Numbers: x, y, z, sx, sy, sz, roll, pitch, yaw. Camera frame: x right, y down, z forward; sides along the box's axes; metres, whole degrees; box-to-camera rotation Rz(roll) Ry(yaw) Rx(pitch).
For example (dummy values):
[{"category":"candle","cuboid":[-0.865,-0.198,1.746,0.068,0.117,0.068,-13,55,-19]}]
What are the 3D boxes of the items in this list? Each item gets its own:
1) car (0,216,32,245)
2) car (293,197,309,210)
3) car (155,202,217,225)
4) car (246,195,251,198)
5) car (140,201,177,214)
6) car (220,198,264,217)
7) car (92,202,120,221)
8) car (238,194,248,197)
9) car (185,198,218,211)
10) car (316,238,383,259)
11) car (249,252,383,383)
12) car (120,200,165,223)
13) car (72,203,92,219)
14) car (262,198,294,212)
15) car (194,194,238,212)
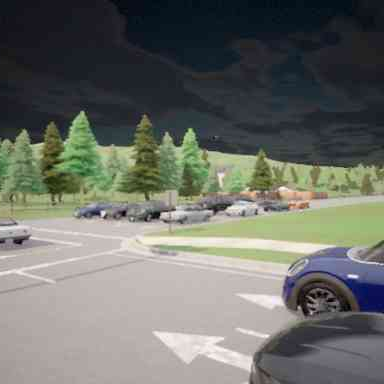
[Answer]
[{"category":"car","cuboid":[-9.289,1.729,14.918,4.718,1.301,1.895,-1,0,36]},{"category":"car","cuboid":[14.649,1.469,46.148,2.097,1.767,4.553,-1,0,36]},{"category":"car","cuboid":[-0.355,1.721,25.677,1.895,1.301,4.718,-1,0,36]},{"category":"car","cuboid":[11.098,1.663,53.101,2.128,1.511,4.902,-1,0,37]},{"category":"car","cuboid":[-3.863,1.767,38.663,1.994,1.385,4.181,-1,0,36]},{"category":"car","cuboid":[5.036,1.645,33.038,1.812,1.442,4.674,-1,0,36]},{"category":"car","cuboid":[-6.014,1.667,29.802,2.128,1.511,4.902,-1,0,36]},{"category":"car","cuboid":[7.779,1.421,54.469,2.150,2.045,5.566,-1,0,37]},{"category":"car","cuboid":[1.405,1.693,45.844,2.128,1.511,4.902,-1,0,36]},{"category":"car","cuboid":[3.885,1.352,5.520,4.553,1.767,2.097,-1,0,36]},{"category":"car","cuboid":[2.724,1.496,2.050,4.892,1.490,1.837,0,0,36]},{"category":"car","cuboid":[-3.332,1.500,27.541,2.097,1.767,4.553,-1,0,36]},{"category":"car","cuboid":[-9.030,1.729,31.607,1.812,1.442,4.674,-1,0,36]},{"category":"car","cuboid":[10.209,1.682,40.091,1.994,1.385,4.181,-1,0,37]},{"category":"car","cuboid":[2.321,1.368,35.269,2.150,2.045,5.566,-1,0,36]}]
